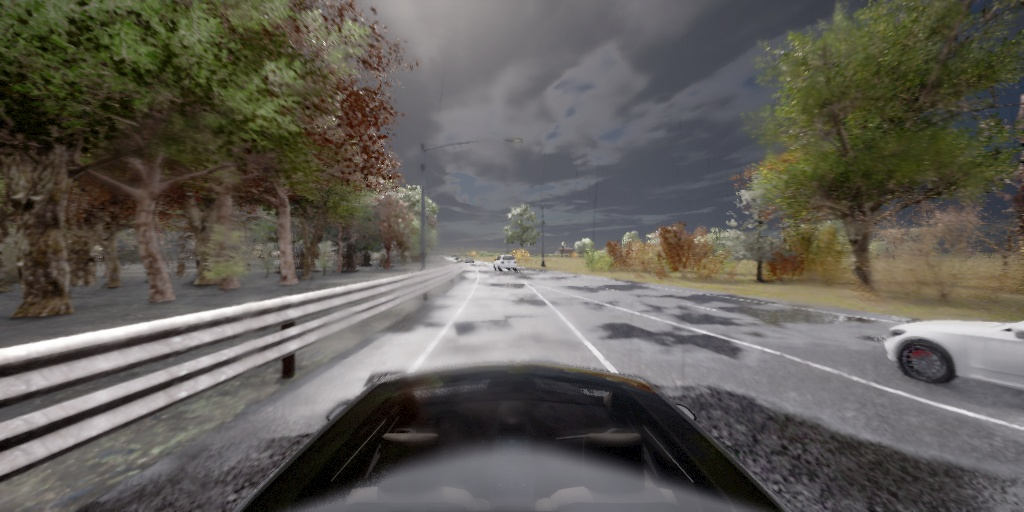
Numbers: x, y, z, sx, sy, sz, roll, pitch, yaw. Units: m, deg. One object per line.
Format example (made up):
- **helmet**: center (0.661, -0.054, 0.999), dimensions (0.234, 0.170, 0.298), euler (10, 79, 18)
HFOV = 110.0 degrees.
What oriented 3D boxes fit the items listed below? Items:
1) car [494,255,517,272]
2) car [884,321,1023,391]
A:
- **car**: center (-0.892, 0.920, 44.874), dimensions (2.150, 2.045, 5.566), euler (0, 0, -12)
- **car**: center (7.807, 1.317, 4.441), dimensions (1.812, 1.442, 4.674), euler (1, -1, -12)
